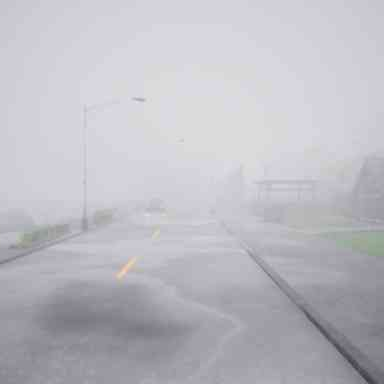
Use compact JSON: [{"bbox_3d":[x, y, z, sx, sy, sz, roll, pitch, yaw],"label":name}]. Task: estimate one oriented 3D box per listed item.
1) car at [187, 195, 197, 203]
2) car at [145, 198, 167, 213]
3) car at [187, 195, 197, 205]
[{"bbox_3d":[-0.017,1.547,75.883,2.097,1.767,4.553,0,0,0],"label":"car"},{"bbox_3d":[-4.050,1.490,38.169,2.097,1.767,4.553,0,0,0],"label":"car"},{"bbox_3d":[-0.015,1.716,65.493,1.882,1.535,5.008,0,0,0],"label":"car"}]
